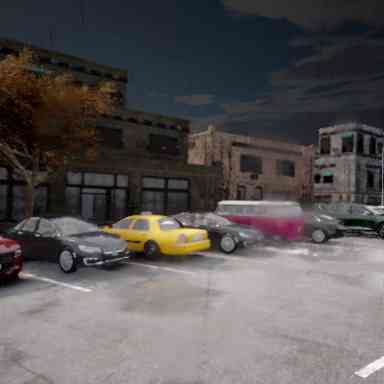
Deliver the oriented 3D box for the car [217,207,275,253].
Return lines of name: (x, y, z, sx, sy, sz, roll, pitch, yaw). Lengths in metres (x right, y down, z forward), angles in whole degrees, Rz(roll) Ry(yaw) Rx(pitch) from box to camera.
car: (0.629, 1.574, 14.036, 4.892, 1.521, 2.231, -1, -2, 35)

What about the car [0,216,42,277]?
car: (-6.524, 1.475, 8.952, 5.008, 1.535, 2.097, -1, -1, 34)

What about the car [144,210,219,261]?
car: (-1.907, 1.518, 12.439, 5.366, 1.575, 1.946, -1, -1, 35)

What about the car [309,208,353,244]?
car: (5.408, 1.737, 17.399, 4.892, 1.521, 2.231, 0, -2, 35)

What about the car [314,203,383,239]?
car: (10.225, 1.732, 20.780, 5.566, 2.045, 2.435, 0, -3, 35)

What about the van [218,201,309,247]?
van: (2.926, 1.420, 15.791, 4.442, 1.987, 1.878, 0, -1, 35)

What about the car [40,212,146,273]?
car: (-4.138, 1.488, 10.649, 4.892, 1.521, 2.231, -1, -1, 35)
